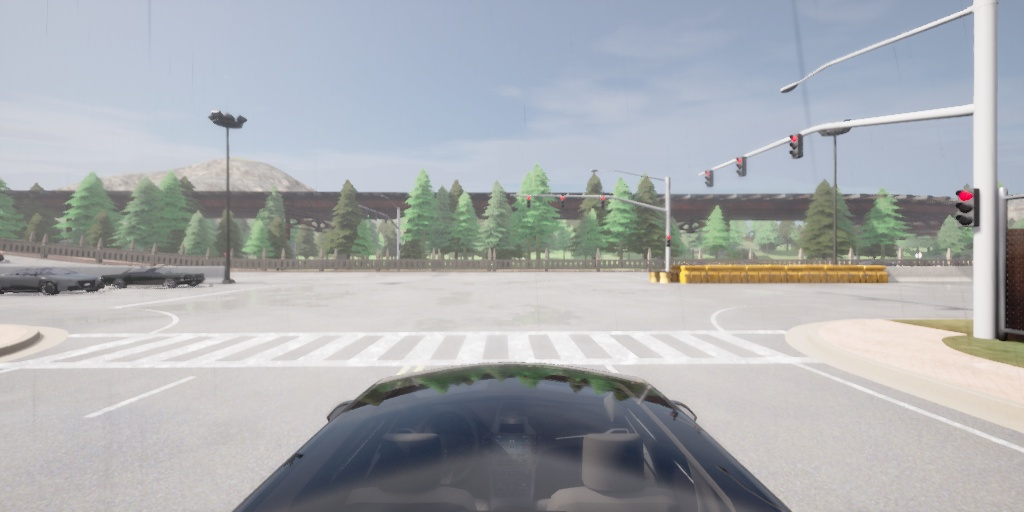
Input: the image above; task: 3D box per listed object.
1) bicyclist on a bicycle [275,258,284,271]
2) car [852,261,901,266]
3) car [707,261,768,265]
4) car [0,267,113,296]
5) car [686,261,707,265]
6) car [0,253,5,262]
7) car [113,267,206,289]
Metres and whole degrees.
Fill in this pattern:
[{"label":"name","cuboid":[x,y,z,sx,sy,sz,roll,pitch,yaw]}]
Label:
[{"label":"bicyclist on a bicycle","cuboid":[-28.458,1.007,43.894,0.582,1.620,1.656,0,0,-2]},{"label":"car","cuboid":[34.462,1.201,34.556,5.008,1.535,1.882,0,0,-2]},{"label":"car","cuboid":[19.914,1.205,30.608,5.008,1.535,1.882,0,0,-2]},{"label":"car","cuboid":[-24.022,1.290,18.537,4.181,1.385,1.994,0,0,-2]},{"label":"car","cuboid":[18.850,1.325,34.076,4.718,1.301,1.895,0,0,-2]},{"label":"car","cuboid":[-53.091,-0.247,35.324,4.181,1.385,1.994,7,0,-1]},{"label":"car","cuboid":[-21.899,1.328,22.102,4.718,1.301,1.895,0,0,-2]}]
